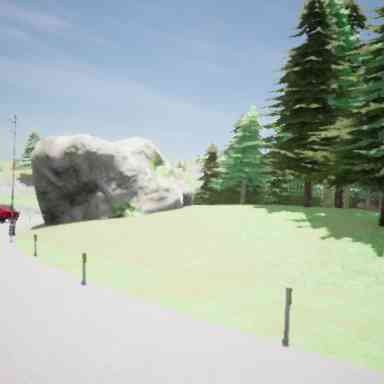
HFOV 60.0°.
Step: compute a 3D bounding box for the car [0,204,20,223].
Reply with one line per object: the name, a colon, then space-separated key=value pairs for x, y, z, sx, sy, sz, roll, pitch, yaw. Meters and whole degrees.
car: x=-21.566 y=2.376 z=37.753 sx=2.150 sy=2.045 sz=5.566 roll=3 pitch=-4 yaw=-8
